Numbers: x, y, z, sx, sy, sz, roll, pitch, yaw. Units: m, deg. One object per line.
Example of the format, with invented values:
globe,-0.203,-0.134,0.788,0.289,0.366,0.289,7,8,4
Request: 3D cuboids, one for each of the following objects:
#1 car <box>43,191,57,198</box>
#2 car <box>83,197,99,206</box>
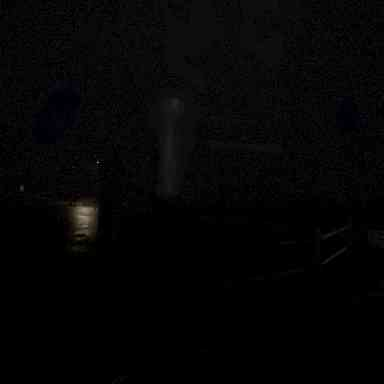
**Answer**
car,-36.405,0.655,86.328,1.882,1.535,5.008,2,0,-35
car,-15.451,1.476,52.158,1.895,1.301,4.718,2,0,-35
